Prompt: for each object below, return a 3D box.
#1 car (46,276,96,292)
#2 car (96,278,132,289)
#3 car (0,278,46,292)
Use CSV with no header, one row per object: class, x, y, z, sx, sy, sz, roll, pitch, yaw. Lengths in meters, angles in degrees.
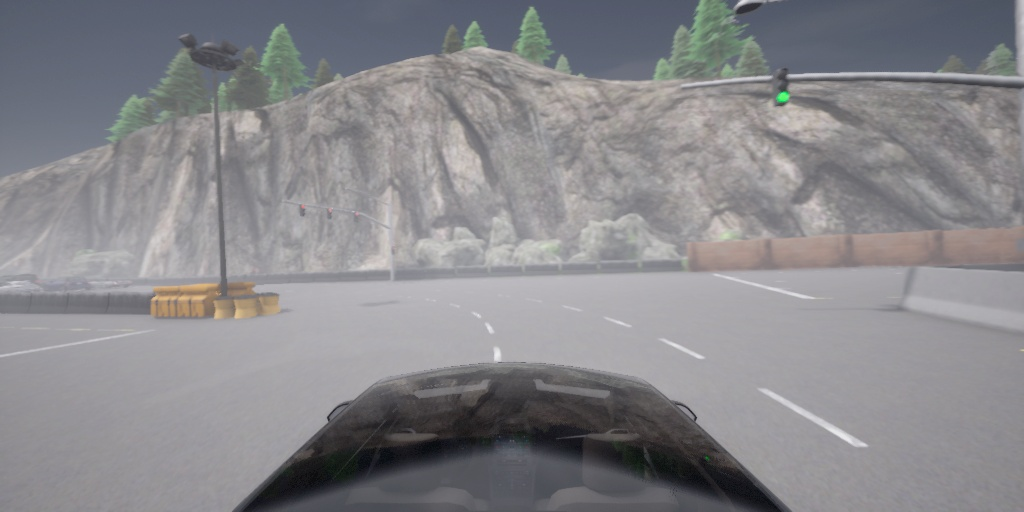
car,-49.419,3.085,39.861,4.553,1.767,2.097,-2,0,17
car,-48.452,3.290,43.228,4.718,1.301,1.895,-2,0,17
car,-50.458,3.306,36.521,4.674,1.442,1.812,-2,0,17
